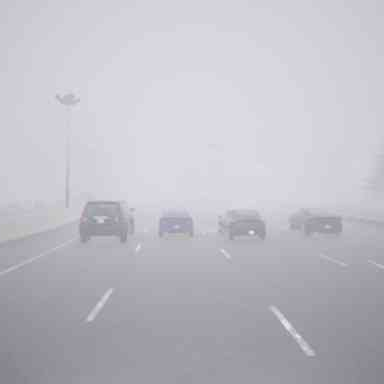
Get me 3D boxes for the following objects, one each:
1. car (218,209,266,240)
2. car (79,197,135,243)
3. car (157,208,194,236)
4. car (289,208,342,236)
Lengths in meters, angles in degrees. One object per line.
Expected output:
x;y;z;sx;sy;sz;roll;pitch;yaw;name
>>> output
2.628;1.692;18.302;1.837;1.490;4.892;0;0;-5;car
-4.297;1.412;17.423;2.150;2.045;5.566;0;0;-5;car
-1.028;1.686;19.834;1.882;1.535;5.008;0;0;-6;car
7.134;1.670;19.695;1.882;1.535;5.008;0;0;2;car
